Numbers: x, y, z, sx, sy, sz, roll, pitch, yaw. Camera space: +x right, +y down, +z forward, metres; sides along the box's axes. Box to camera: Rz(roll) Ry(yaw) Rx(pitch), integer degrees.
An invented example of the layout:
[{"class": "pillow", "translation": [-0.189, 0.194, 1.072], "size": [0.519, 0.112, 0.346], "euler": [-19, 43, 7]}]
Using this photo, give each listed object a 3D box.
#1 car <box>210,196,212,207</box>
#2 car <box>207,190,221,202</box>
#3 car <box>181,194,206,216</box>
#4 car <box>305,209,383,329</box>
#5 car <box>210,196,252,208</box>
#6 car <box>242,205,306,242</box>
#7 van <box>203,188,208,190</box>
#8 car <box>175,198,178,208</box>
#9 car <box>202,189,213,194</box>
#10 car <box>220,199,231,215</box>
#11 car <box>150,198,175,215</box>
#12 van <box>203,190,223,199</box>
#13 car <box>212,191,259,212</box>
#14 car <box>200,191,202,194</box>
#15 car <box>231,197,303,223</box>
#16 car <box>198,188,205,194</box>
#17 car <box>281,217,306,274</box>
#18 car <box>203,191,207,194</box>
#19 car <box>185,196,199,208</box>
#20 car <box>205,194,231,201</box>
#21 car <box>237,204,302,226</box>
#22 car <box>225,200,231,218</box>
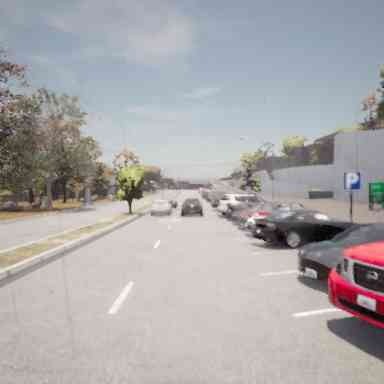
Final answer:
[{"class": "car", "translation": [4.906, 1.463, 32.592], "size": [5.366, 1.575, 1.946], "euler": [1, 1, -20]}, {"class": "car", "translation": [5.056, 1.169, 38.643], "size": [5.566, 2.045, 2.435], "euler": [1, 1, -20]}, {"class": "car", "translation": [0.013, 1.333, 32.509], "size": [2.097, 1.767, 4.553], "euler": [0, 0, 0]}, {"class": "car", "translation": [5.051, 1.238, 5.620], "size": [5.566, 2.045, 2.435], "euler": [1, 0, -20]}, {"class": "car", "translation": [5.252, 1.347, 44.738], "size": [5.366, 1.575, 1.946], "euler": [1, 0, -20]}, {"class": "car", "translation": [5.066, 1.505, 14.640], "size": [5.008, 1.535, 2.097], "euler": [1, 0, -20]}, {"class": "van", "translation": [5.198, 0.748, 71.688], "size": [4.442, 1.987, 1.878], "euler": [0, 1, -20]}, {"class": "car", "translation": [-2.956, 1.442, 45.863], "size": [1.895, 1.301, 4.718], "euler": [0, 1, 1]}, {"class": "car", "translation": [5.058, 0.889, 68.655], "size": [4.553, 1.767, 2.185], "euler": [0, 1, -20]}, {"class": "car", "translation": [5.102, 1.528, 26.665], "size": [4.792, 1.488, 2.163], "euler": [1, 0, -20]}, {"class": "car", "translation": [-2.984, 1.503, 33.072], "size": [1.812, 1.442, 4.674], "euler": [0, 1, 0]}, {"class": "van", "translation": [4.983, 0.621, 80.548], "size": [4.442, 1.987, 1.878], "euler": [0, 1, -20]}, {"class": "car", "translation": [5.106, 1.235, 29.663], "size": [5.566, 2.045, 2.435], "euler": [1, 0, -20]}, {"class": "car", "translation": [5.081, 0.932, 74.630], "size": [4.892, 1.521, 2.231], "euler": [1, 1, -20]}, {"class": "car", "translation": [5.107, 1.384, 20.651], "size": [4.553, 1.767, 2.185], "euler": [1, 0, -20]}, {"class": "car", "translation": [5.066, 0.638, 77.595], "size": [5.566, 2.045, 2.435], "euler": [0, 1, -20]}, {"class": "car", "translation": [5.046, 1.522, 8.623], "size": [4.792, 1.488, 2.163], "euler": [1, 0, -20]}, {"class": "car", "translation": [5.059, 1.128, 62.666], "size": [4.792, 1.488, 2.163], "euler": [0, 1, -20]}, {"class": "car", "translation": [0.054, 1.362, 46.419], "size": [1.812, 1.442, 4.674], "euler": [0, 1, 1]}, {"class": "car", "translation": [5.080, 1.097, 65.685], "size": [4.674, 1.452, 2.002], "euler": [0, 1, -20]}, {"class": "car", "translation": [5.077, 1.549, 17.641], "size": [4.674, 1.452, 2.002], "euler": [1, 0, -20]}, {"class": "car", "translation": [5.078, 1.550, 23.640], "size": [4.674, 1.452, 2.002], "euler": [1, 1, -20]}]
